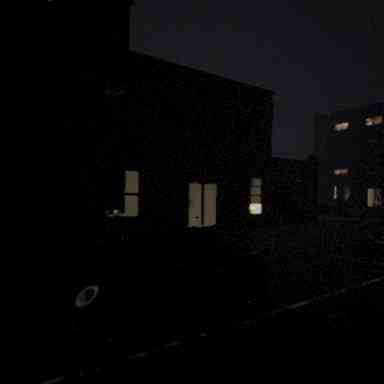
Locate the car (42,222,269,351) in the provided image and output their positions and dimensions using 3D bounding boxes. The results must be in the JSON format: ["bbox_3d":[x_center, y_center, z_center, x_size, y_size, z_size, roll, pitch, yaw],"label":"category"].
[{"bbox_3d":[-0.524,1.435,6.166,4.097,1.590,1.967,0,1,-35],"label":"car"}]

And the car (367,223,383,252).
[{"bbox_3d":[8.278,1.525,12.447,4.403,1.369,2.008,0,1,-35],"label":"car"}]

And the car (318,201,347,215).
[{"bbox_3d":[12.788,1.558,32.396,1.887,1.381,4.507,1,-1,-35],"label":"car"}]
